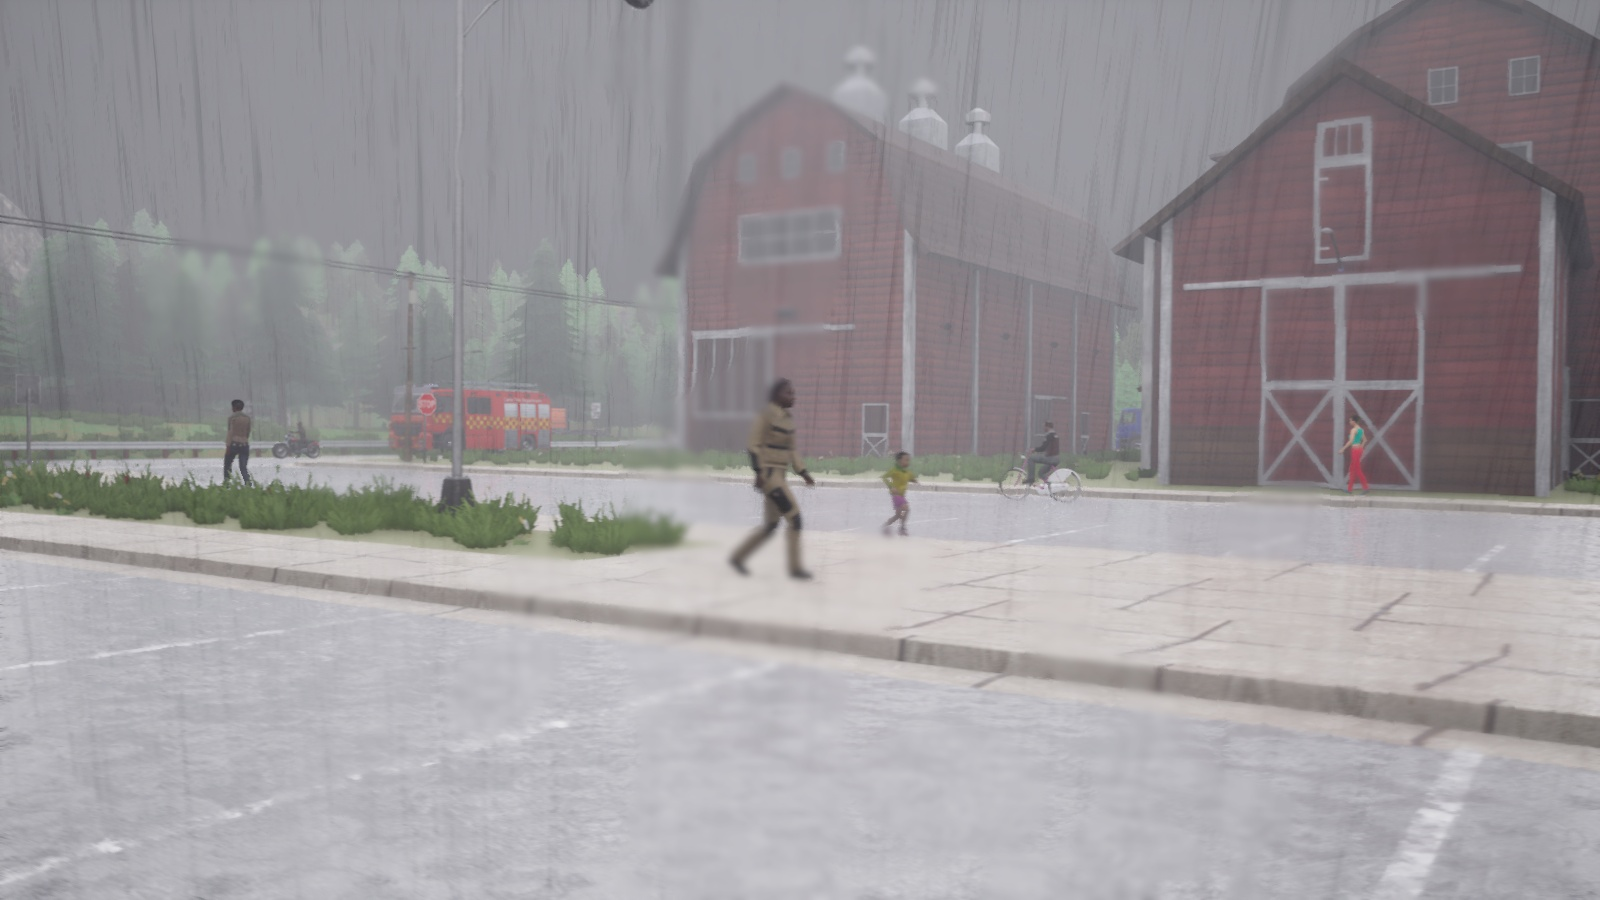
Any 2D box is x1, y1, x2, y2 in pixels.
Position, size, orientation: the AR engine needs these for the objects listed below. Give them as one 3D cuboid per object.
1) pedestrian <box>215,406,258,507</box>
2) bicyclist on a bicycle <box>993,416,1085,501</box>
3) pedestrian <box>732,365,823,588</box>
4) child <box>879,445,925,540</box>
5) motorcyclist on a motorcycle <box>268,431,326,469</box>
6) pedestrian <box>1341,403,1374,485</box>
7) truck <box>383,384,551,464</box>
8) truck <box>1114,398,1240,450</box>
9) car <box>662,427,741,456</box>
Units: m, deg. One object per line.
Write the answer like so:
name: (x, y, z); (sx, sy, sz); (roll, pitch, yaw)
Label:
pedestrian: (-10.245, 0.109, 22.839); (0.869, 1.805, 0.328); (0, 1, 38)
bicyclist on a bicycle: (5.127, 0.158, 26.990); (1.843, 1.776, 0.659); (0, 1, 33)
pedestrian: (-0.198, 0.225, 11.177); (0.692, 1.930, 0.396); (0, 1, 23)
child: (1.262, 0.522, 15.582); (0.473, 1.160, 0.299); (0, 1, 33)
motorcyclist on a motorcycle: (-22.404, -0.018, 55.946); (0.766, 1.649, 2.350); (0, 1, 34)
pedestrian: (12.634, -0.133, 28.454); (0.345, 1.836, 0.594); (-1, 1, -41)
truck: (-16.854, -1.297, 64.258); (2.891, 3.827, 8.468); (0, 1, 34)
truck: (26.389, -1.796, 88.059); (7.936, 3.462, 2.891); (0, 1, 33)
car: (-5.804, -0.518, 74.521); (2.242, 1.667, 4.611); (0, 1, 34)
